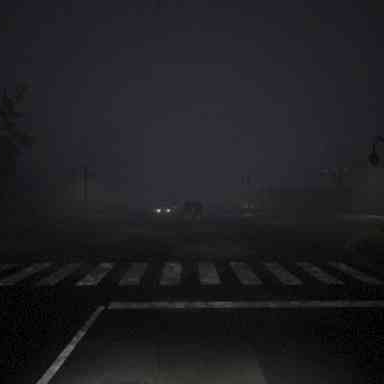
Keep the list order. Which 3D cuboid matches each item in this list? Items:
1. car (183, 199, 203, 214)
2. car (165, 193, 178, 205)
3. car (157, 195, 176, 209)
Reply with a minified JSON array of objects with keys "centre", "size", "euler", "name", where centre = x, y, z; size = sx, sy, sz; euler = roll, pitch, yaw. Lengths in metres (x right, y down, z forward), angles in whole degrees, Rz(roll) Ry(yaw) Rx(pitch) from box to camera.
[{"centre":[0.083,1.480,34.895],"size":[2.128,1.511,4.902],"euler":[0,0,0],"name":"car"},{"centre":[-3.584,1.200,55.335],"size":[2.150,2.045,5.566],"euler":[0,0,0],"name":"car"},{"centre":[-3.606,1.530,44.760],"size":[2.033,1.411,5.357],"euler":[0,0,0],"name":"car"}]
